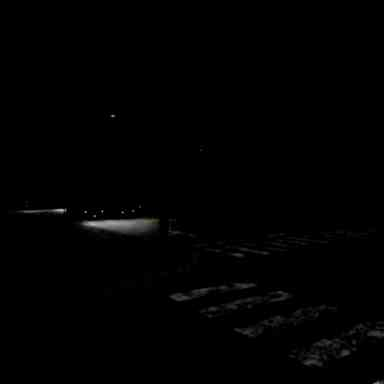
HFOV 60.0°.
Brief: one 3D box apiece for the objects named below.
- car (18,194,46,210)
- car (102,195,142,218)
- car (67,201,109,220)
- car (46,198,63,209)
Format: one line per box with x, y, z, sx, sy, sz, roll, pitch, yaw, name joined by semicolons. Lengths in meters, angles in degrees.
-22.966;1.373;47.021;2.150;2.045;5.566;-1;0;-39;car
-6.887;1.327;31.709;2.150;2.045;5.566;-1;0;-38;car
-9.577;1.742;29.882;1.895;1.301;4.718;-1;0;-38;car
-20.263;1.624;48.845;2.128;1.511;4.902;-1;0;-39;car
